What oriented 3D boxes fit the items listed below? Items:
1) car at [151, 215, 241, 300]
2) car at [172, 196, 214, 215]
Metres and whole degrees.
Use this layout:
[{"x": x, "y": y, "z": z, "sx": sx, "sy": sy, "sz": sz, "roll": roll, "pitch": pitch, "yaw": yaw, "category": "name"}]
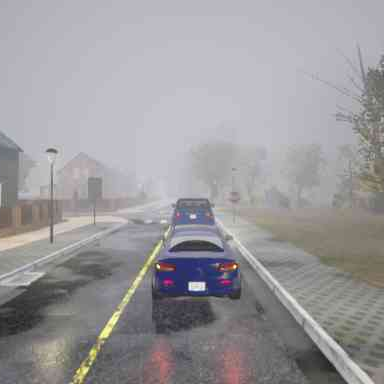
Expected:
[{"x": 0.087, "y": 1.530, "z": 8.274, "sx": 1.812, "sy": 1.442, "sz": 4.674, "roll": 0, "pitch": 0, "yaw": 0, "category": "car"}, {"x": 0.063, "y": 1.240, "z": 18.231, "sx": 2.150, "sy": 2.045, "sz": 5.566, "roll": 0, "pitch": 0, "yaw": 0, "category": "car"}]
